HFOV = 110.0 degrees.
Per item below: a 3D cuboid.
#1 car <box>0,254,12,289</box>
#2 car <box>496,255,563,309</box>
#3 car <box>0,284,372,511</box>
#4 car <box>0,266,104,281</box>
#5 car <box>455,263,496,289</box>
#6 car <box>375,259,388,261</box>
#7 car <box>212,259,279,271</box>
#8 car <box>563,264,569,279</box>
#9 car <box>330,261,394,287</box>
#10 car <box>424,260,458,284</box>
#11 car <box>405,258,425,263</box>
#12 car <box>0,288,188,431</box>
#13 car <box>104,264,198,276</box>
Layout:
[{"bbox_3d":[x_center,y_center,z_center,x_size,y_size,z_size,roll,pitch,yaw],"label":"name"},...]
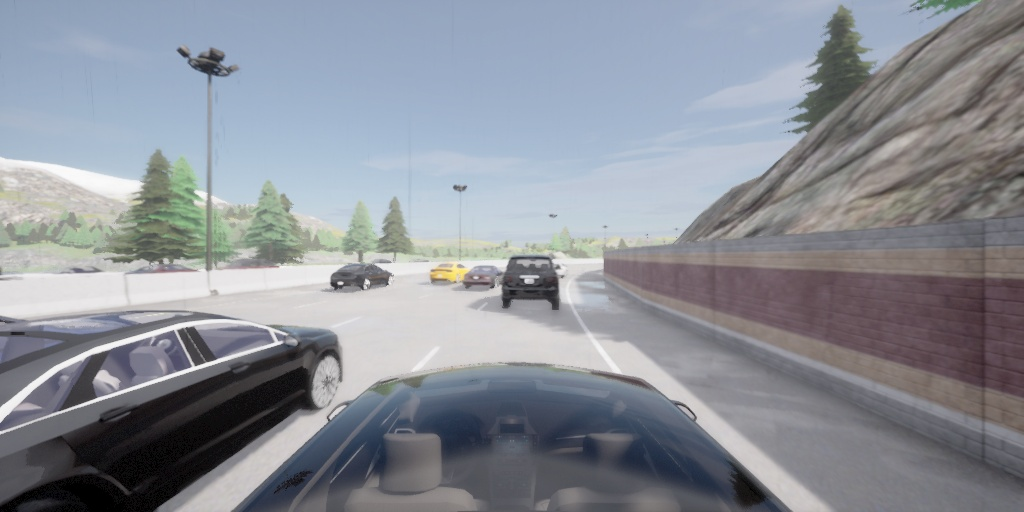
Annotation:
[{"bbox_3d":[-30.618,0.882,18.326,2.150,2.045,5.566,0,0,6],"label":"car"},{"bbox_3d":[0.875,0.965,15.111,2.150,2.045,5.566,0,0,6],"label":"car"},{"bbox_3d":[-3.311,1.232,3.176,2.128,1.511,4.902,0,0,0],"label":"car"},{"bbox_3d":[-26.739,1.268,21.454,1.895,1.301,4.718,0,0,7],"label":"car"},{"bbox_3d":[-1.636,1.280,22.850,2.033,1.411,5.357,0,0,9],"label":"car"},{"bbox_3d":[-21.427,1.184,57.709,1.812,1.442,4.674,0,0,21],"label":"car"},{"bbox_3d":[-19.026,1.037,25.652,2.097,1.767,4.553,0,0,9],"label":"car"},{"bbox_3d":[4.077,1.267,33.095,1.812,1.442,4.674,0,0,14],"label":"car"},{"bbox_3d":[-8.849,1.219,21.594,1.837,1.490,4.892,0,0,8],"label":"car"},{"bbox_3d":[-4.462,1.200,26.770,1.882,1.535,5.008,0,0,10],"label":"car"},{"bbox_3d":[-16.291,1.161,61.251,2.128,1.511,4.902,0,0,22],"label":"car"},{"bbox_3d":[-6.842,1.278,3.743,2.033,1.411,5.357,0,0,1],"label":"car"},{"bbox_3d":[-22.930,1.240,23.348,1.994,1.385,4.181,0,0,9],"label":"car"}]
